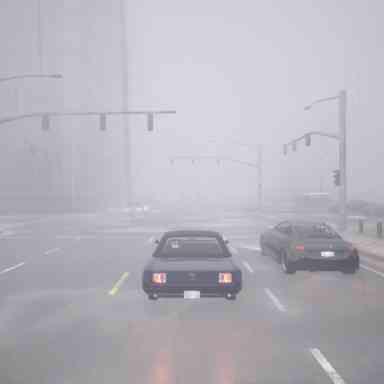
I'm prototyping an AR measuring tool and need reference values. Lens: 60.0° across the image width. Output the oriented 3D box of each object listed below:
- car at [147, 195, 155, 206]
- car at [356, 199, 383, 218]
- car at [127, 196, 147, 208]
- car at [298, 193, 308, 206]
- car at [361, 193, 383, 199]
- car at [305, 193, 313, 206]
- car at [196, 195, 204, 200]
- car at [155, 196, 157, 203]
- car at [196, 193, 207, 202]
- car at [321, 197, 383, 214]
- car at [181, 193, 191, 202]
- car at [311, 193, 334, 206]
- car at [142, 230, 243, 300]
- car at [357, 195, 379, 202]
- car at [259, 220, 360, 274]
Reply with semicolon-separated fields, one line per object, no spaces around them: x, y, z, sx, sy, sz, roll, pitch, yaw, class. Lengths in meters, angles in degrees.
-8.146;1.510;57.031;2.128;1.511;4.902;0;0;-1;car
18.101;1.629;31.044;4.181;1.385;1.994;0;0;-1;car
-8.021;1.520;47.678;1.837;1.490;4.892;0;0;-1;car
24.103;1.230;65.618;4.605;1.855;1.932;0;0;0;car
39.125;1.232;71.274;4.605;1.855;1.932;0;0;0;car
24.172;1.440;62.935;3.905;1.438;1.784;0;0;0;car
2.021;1.415;86.798;1.812;1.442;4.674;0;0;-1;car
-8.219;1.374;66.794;2.097;1.767;4.553;0;0;0;car
2.167;1.240;76.407;2.150;2.045;5.566;0;0;-1;car
16.547;1.558;34.527;4.902;1.511;2.128;0;0;-1;car
-1.333;1.240;76.358;2.150;2.045;5.566;0;0;-1;car
24.192;1.470;60.040;3.806;1.475;1.970;0;0;0;car
-0.004;1.604;8.342;1.895;1.301;4.718;0;0;0;car
39.169;1.443;74.171;3.905;1.438;1.784;0;0;0;car
3.471;1.567;10.570;1.994;1.385;4.181;0;0;-1;car
